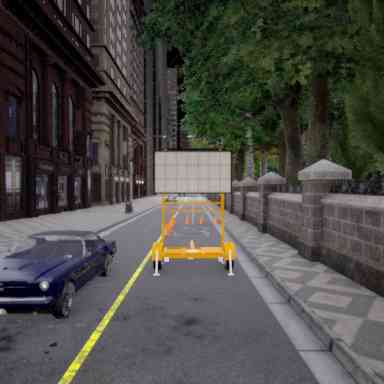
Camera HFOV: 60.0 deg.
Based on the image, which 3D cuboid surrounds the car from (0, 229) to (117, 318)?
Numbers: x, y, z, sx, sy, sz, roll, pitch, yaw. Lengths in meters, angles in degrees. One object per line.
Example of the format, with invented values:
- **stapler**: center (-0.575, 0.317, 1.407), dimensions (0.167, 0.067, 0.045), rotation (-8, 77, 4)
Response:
- **car**: center (-3.109, 1.593, 7.506), dimensions (1.895, 1.301, 4.718), rotation (0, 0, 0)

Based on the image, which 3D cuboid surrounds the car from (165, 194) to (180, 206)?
- **car**: center (-3.156, 1.362, 49.772), dimensions (1.812, 1.442, 4.674), rotation (0, 0, 0)

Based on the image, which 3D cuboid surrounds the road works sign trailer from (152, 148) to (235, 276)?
- **road works sign trailer**: center (0.026, 0.453, 10.326), dimensions (2.380, 3.560, 2.880), rotation (0, 0, -1)
